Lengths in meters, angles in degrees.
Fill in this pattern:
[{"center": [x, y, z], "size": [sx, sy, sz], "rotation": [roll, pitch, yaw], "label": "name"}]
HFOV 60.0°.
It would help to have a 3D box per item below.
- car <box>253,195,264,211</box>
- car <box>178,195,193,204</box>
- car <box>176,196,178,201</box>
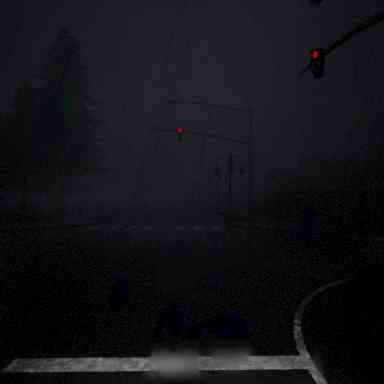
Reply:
[{"center": [8.887, 1.144, 36.211], "size": [4.605, 1.855, 1.932], "rotation": [0, 0, -1], "label": "car"}, {"center": [-0.873, 1.518, 60.836], "size": [2.033, 1.411, 5.357], "rotation": [0, 0, -7], "label": "car"}, {"center": [-2.161, 1.327, 71.021], "size": [1.812, 1.442, 4.674], "rotation": [0, 0, -13], "label": "car"}]
